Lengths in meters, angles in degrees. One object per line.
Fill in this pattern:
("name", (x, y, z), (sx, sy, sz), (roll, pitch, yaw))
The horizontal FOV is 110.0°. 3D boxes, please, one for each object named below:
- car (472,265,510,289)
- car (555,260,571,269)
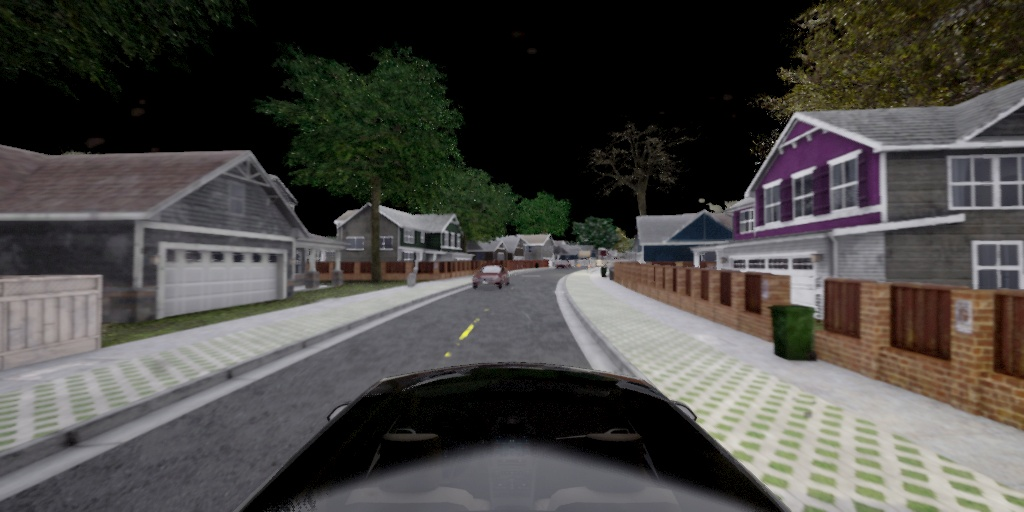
("car", (-1.288, 1.332, 23.646), (1.812, 1.442, 4.674), (0, 0, 8))
("car", (9.204, 1.431, 64.137), (2.097, 1.767, 4.553), (0, -1, 21))
